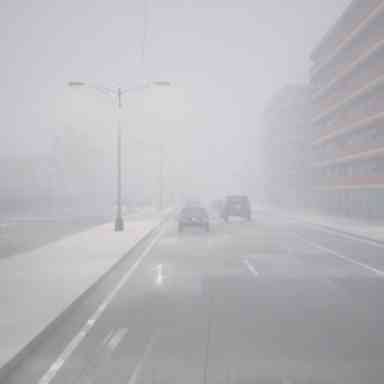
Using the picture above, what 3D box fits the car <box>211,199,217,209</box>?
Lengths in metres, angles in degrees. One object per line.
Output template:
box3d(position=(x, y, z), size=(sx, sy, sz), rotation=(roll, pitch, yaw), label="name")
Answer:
box3d(position=(3.612, 1.631, 44.914), size=(1.994, 1.385, 4.181), rotation=(0, 0, 0), label="car")

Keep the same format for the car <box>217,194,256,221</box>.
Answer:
box3d(position=(3.555, 1.266, 27.798), size=(2.150, 2.045, 5.566), rotation=(0, 0, 1), label="car")

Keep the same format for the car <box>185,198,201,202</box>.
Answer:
box3d(position=(0.138, 1.561, 44.485), size=(2.128, 1.511, 4.902), rotation=(0, 0, 0), label="car")

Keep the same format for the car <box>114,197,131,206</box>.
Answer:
box3d(position=(-11.474, 1.562, 55.191), size=(1.882, 1.535, 5.008), rotation=(0, 0, 1), label="car")

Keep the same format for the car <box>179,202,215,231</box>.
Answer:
box3d(position=(0.118, 1.580, 21.054), size=(2.033, 1.411, 5.357), rotation=(0, 0, 0), label="car")

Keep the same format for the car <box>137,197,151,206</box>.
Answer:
box3d(position=(-7.970, 1.610, 55.465), size=(1.812, 1.442, 4.674), rotation=(0, 0, 0), label="car")
